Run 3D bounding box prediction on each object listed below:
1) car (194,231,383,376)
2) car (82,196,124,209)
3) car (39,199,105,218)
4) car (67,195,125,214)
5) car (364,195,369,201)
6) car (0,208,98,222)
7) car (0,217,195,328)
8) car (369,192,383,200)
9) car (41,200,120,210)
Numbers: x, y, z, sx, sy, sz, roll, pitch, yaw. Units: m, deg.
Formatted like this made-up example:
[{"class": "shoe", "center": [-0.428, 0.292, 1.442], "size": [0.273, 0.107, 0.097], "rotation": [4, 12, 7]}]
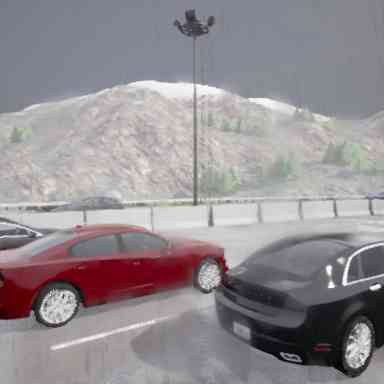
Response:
[{"class": "car", "center": [2.628, 1.414, 5.453], "size": [4.892, 1.490, 1.837], "rotation": [-1, 1, -34]}, {"class": "car", "center": [-7.398, 1.200, 24.147], "size": [4.902, 1.511, 2.128], "rotation": [-1, 1, -33]}, {"class": "car", "center": [-9.678, 1.286, 26.875], "size": [4.718, 1.301, 1.895], "rotation": [-1, 1, -33]}, {"class": "car", "center": [-9.024, 1.123, 31.401], "size": [4.892, 1.490, 1.837], "rotation": [-1, 1, -31]}, {"class": "car", "center": [27.459, 0.686, 48.594], "size": [4.674, 1.442, 1.812], "rotation": [-1, 1, -19]}, {"class": "car", "center": [-5.112, 1.402, 8.645], "size": [4.902, 1.511, 2.128], "rotation": [-1, 1, -35]}, {"class": "car", "center": [-1.488, 1.390, 6.906], "size": [5.008, 1.535, 1.882], "rotation": [-1, 1, -35]}, {"class": "car", "center": [26.808, 0.696, 44.677], "size": [5.008, 1.535, 1.882], "rotation": [-1, 1, -19]}, {"class": "car", "center": [-7.143, 1.363, 20.183], "size": [4.718, 1.301, 1.895], "rotation": [-1, 1, -33]}]
